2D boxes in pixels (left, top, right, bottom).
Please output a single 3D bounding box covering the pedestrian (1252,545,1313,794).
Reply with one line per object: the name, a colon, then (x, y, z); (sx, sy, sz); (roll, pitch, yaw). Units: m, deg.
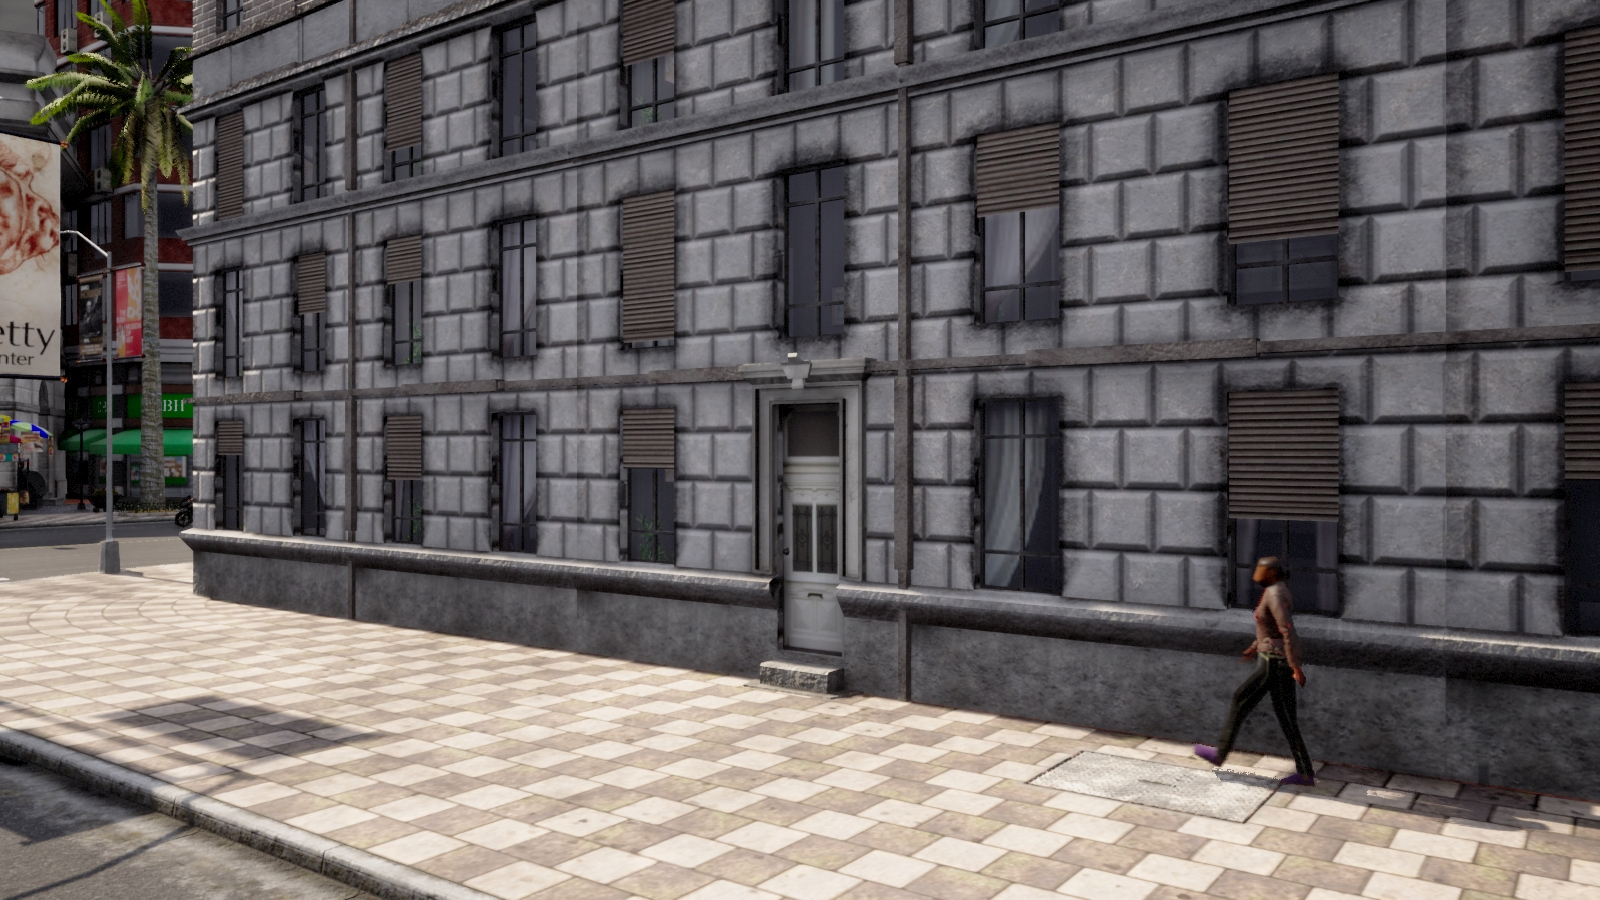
pedestrian: (3.788, 1.696, 8.970); (0.375, 1.860, 0.375); (0, 0, 34)
